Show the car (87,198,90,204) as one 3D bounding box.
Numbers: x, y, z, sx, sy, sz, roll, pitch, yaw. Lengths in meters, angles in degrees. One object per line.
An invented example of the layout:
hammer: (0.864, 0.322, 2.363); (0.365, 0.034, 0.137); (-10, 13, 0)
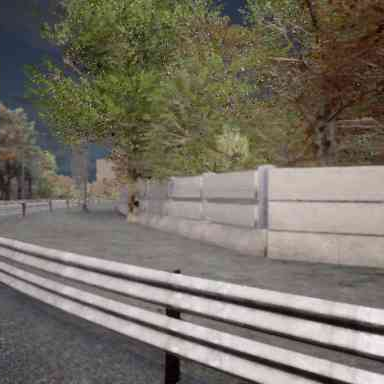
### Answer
car: (-26.270, 2.312, 81.853); (2.128, 1.511, 4.902); (1, -1, -9)

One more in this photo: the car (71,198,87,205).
car: (-24.666, 2.051, 71.701); (2.033, 1.411, 5.357); (1, -1, -9)
